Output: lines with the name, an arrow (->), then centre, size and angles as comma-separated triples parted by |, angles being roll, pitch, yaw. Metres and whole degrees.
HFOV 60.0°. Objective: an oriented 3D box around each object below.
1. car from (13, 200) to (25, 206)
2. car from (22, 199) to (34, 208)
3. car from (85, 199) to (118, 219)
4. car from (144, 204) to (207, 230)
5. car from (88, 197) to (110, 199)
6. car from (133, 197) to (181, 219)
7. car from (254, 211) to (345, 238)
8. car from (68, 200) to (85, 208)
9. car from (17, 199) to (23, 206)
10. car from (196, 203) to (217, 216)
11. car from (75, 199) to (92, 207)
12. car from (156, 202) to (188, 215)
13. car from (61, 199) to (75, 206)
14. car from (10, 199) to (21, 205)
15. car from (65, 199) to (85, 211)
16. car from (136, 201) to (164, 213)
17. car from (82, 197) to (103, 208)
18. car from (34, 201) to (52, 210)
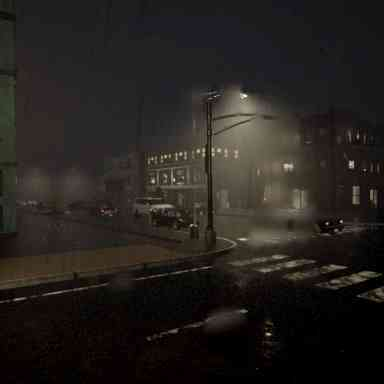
car -> -41.411, 2.548, 79.613 | 2.008, 1.369, 4.403 | -1, 0, -36
car -> -31.754, 2.376, 66.104 | 2.008, 1.369, 4.403 | -1, 0, -36
car -> -9.224, 1.847, 34.583 | 1.967, 1.590, 4.097 | -1, 0, -36
car -> -1.250, 1.815, 23.224 | 1.947, 1.339, 4.313 | -2, 0, -36
car -> -15.379, 2.032, 53.166 | 1.882, 1.535, 5.008 | -1, 0, -35
car -> -3.602, 1.532, 31.187 | 2.150, 2.045, 5.566 | -1, 0, -36
car -> 5.853, 1.701, 18.512 | 1.895, 1.301, 4.718 | 0, -2, -40
car -> -21.440, 2.230, 61.646 | 1.994, 1.385, 4.181 | -1, 0, -36
car -> -38.194, 2.380, 75.109 | 1.967, 1.590, 4.097 | -1, 0, -36
car -> 0.813, 1.810, 34.955 | 2.008, 1.369, 4.403 | -2, 0, -36
car -> -21.719, 2.228, 66.475 | 1.887, 1.381, 4.507 | -1, 0, -36
car -> -2.405, 1.904, 39.459 | 1.802, 1.307, 4.206 | -2, 0, -36
car -> -28.156, 2.364, 75.482 | 1.947, 1.339, 4.313 | -1, 0, -36
car -> -44.629, 2.598, 84.115 | 1.887, 1.381, 4.507 | -1, 0, -36
car -> -16.881, 2.115, 49.891 | 2.033, 1.411, 5.357 | -1, 0, -35
car -> -5.623, 1.966, 43.961 | 1.802, 1.307, 4.206 | -2, 0, -36
car -> -18.505, 1.940, 61.972 | 2.192, 1.841, 5.009 | -1, 0, -36
car -> -25.218, 2.233, 56.959 | 1.752, 1.417, 4.829 | -1, 0, -36
